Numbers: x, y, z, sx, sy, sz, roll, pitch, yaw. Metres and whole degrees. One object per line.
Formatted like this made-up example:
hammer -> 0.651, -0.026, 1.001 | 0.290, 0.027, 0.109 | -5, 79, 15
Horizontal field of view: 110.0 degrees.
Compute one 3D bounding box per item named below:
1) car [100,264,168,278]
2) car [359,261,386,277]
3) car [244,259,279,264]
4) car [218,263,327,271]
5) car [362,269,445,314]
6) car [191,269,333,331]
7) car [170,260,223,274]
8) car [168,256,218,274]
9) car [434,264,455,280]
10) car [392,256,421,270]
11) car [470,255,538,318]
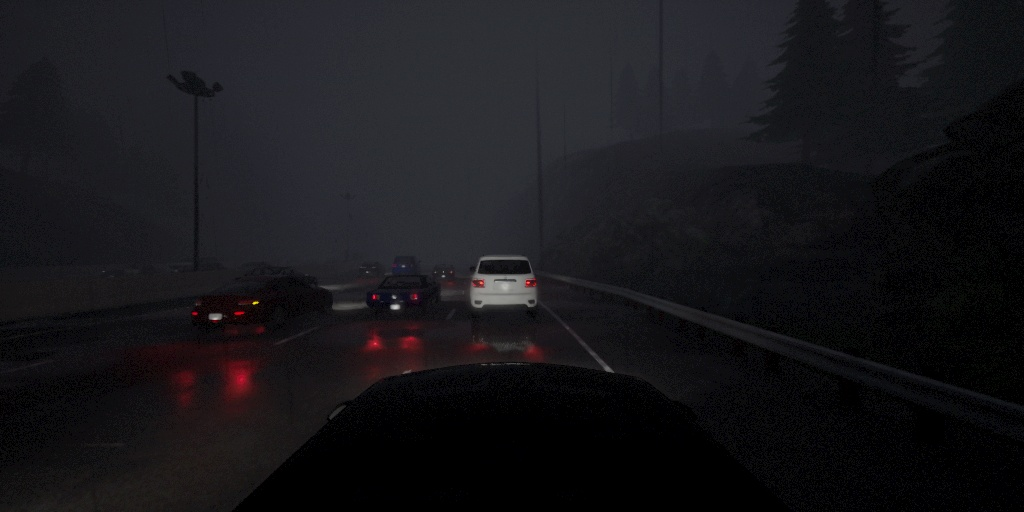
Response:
car -> -34.872, 1.422, 33.075 | 1.895, 1.301, 4.718 | 0, 0, -11
car -> -13.773, 1.269, 35.447 | 2.128, 1.511, 4.902 | 0, 0, -10
car -> -24.347, 1.306, 33.794 | 1.837, 1.490, 4.892 | 0, 0, -11
car -> -11.239, 1.264, 17.385 | 2.128, 1.511, 4.902 | 0, 0, -5
car -> -3.918, 1.359, 13.832 | 1.895, 1.301, 4.718 | 0, 0, -4
car -> -7.264, 1.290, 10.939 | 1.812, 1.442, 4.674 | 0, 0, -3
car -> -27.588, 1.313, 32.150 | 1.837, 1.490, 4.892 | 0, -1, -11
car -> -31.971, 1.039, 36.276 | 2.150, 2.045, 5.566 | 0, 0, -12
car -> -5.970, 1.362, 31.599 | 1.895, 1.301, 4.718 | 0, 0, -9
car -> -9.908, 0.991, 33.839 | 2.150, 2.045, 5.566 | 0, 0, -10
car -> -0.371, 0.972, 13.268 | 2.150, 2.045, 5.566 | 0, 0, -4
